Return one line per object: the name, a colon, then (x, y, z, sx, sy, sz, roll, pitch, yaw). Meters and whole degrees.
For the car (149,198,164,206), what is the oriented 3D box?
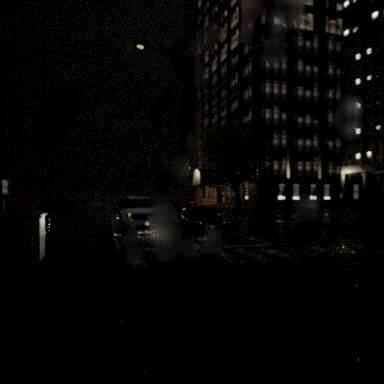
car: (-6.338, 1.749, 58.533, 1.994, 1.385, 4.181, 0, 0, -15)

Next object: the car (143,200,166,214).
car: (-4.304, 1.669, 37.568, 1.994, 1.385, 4.181, 0, 0, -15)

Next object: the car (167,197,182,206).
car: (-3.194, 1.723, 59.357, 1.812, 1.442, 4.674, 0, 0, -15)

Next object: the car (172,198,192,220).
car: (-1.789, 1.424, 27.952, 2.097, 1.767, 4.553, 0, 0, -15)

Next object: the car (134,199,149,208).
car: (-7.964, 1.754, 51.870, 1.895, 1.301, 4.718, 0, 0, -14)

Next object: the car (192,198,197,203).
car: (-0.555, 1.669, 49.278, 1.837, 1.490, 4.892, 0, 0, -15)

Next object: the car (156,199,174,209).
car: (-4.079, 1.757, 49.936, 1.895, 1.301, 4.718, 0, 0, -15)

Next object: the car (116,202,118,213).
car: (-5.368, 1.570, 28.781, 1.837, 1.490, 4.892, 0, 0, -15)

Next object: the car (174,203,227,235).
car: (0.497, 1.567, 19.209, 1.812, 1.442, 4.674, 0, 0, -15)

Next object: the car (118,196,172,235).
car: (-2.917, 1.254, 19.421, 2.150, 2.045, 5.566, 0, 0, -15)
